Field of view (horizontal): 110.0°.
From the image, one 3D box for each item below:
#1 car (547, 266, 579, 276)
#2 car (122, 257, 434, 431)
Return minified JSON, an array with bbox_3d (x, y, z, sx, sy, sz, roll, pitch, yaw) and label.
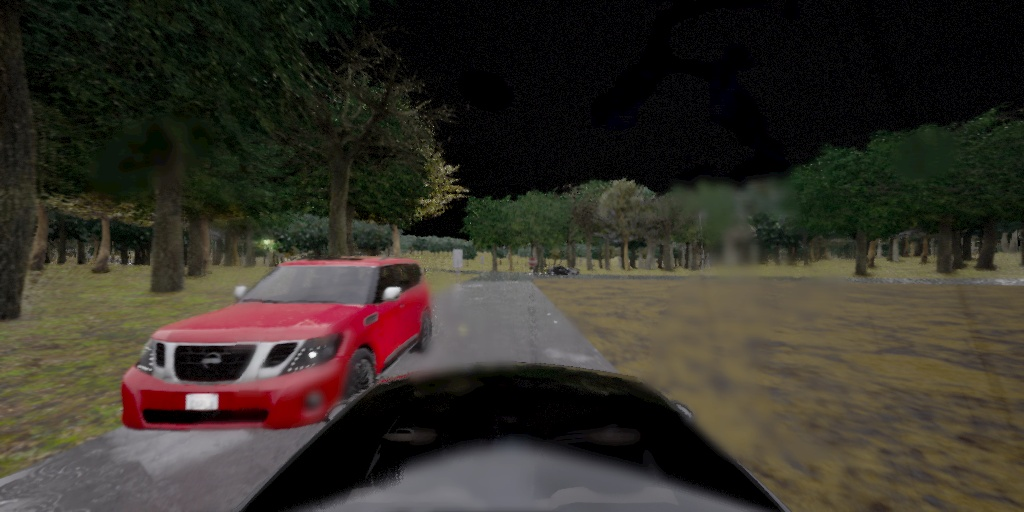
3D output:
[{"bbox_3d":[7.671,2.292,53.606,4.892,1.490,1.837,0,0,35],"label":"car"},{"bbox_3d":[-2.850,1.019,6.064,2.150,2.045,5.566,0,-1,0],"label":"car"}]
